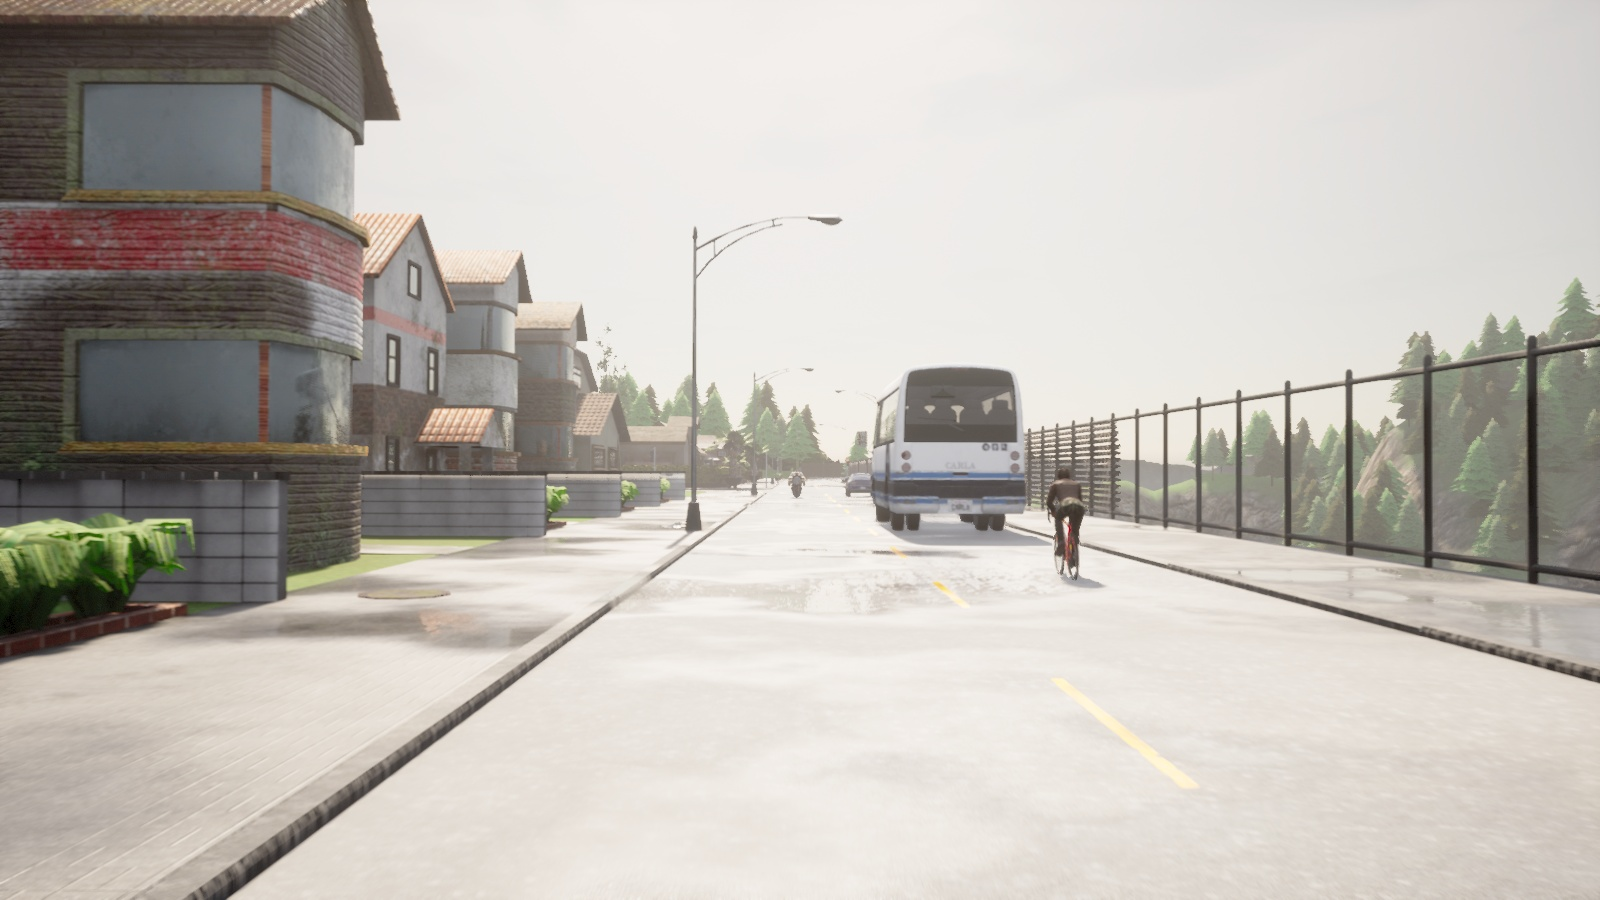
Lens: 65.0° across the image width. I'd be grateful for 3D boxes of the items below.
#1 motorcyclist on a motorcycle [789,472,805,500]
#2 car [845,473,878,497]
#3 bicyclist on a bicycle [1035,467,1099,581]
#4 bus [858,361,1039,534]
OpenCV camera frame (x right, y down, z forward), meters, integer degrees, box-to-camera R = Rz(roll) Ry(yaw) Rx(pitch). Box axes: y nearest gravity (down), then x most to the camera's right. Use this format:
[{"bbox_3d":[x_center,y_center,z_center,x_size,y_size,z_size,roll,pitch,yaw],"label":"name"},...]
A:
[{"bbox_3d":[-0.175,2.057,72.093,0.866,1.530,2.191,0,-1,0],"label":"motorcyclist on a motorcycle"},{"bbox_3d":[3.808,2.132,78.049,1.812,1.442,4.674,0,-1,0],"label":"car"},{"bbox_3d":[3.954,1.065,18.695,0.582,1.620,1.656,0,-1,0],"label":"bicyclist on a bicycle"},{"bbox_3d":[3.907,0.028,36.147,3.944,4.253,10.273,0,-1,0],"label":"bus"}]
